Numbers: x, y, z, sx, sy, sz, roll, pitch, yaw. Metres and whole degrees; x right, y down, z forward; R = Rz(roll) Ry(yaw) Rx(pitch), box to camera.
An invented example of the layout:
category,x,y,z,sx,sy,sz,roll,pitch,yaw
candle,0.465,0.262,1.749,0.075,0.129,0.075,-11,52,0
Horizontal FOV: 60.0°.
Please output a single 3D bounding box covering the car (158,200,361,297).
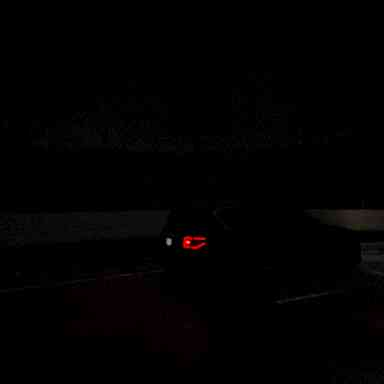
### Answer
category,x,y,z,sx,sy,sz,roll,pitch,yaw
car,1.869,1.234,8.703,5.566,2.045,2.150,1,0,-27
